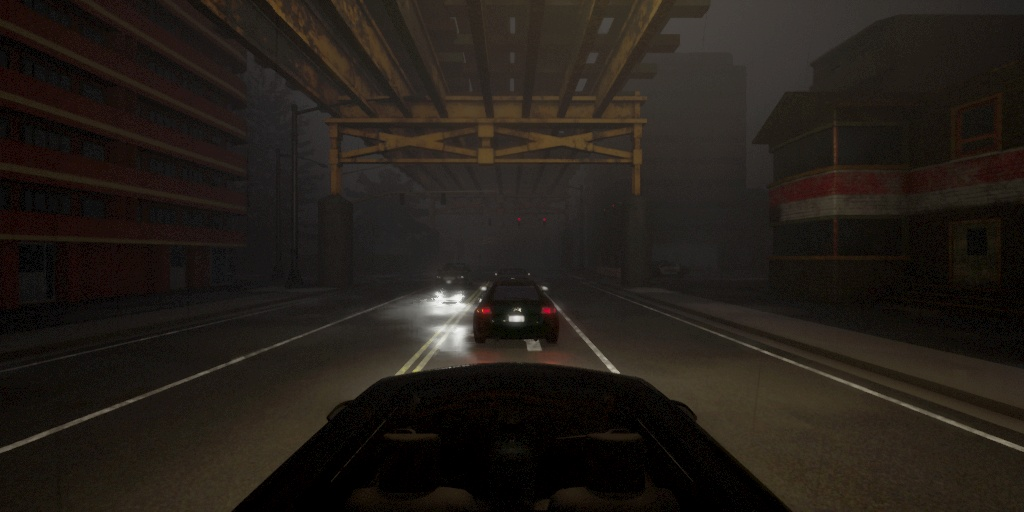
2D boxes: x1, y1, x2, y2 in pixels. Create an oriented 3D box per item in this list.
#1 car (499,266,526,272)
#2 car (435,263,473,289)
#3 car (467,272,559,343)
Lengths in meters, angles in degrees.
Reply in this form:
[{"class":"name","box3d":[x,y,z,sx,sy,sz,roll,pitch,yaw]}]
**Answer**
[{"class":"car","box3d":[0.032,1.276,19.616,2.033,1.411,5.357,0,0,0]},{"class":"car","box3d":[-3.591,1.216,22.846,2.128,1.511,4.902,0,0,0]},{"class":"car","box3d":[0.076,1.309,9.666,1.994,1.385,4.181,0,0,-1]}]
